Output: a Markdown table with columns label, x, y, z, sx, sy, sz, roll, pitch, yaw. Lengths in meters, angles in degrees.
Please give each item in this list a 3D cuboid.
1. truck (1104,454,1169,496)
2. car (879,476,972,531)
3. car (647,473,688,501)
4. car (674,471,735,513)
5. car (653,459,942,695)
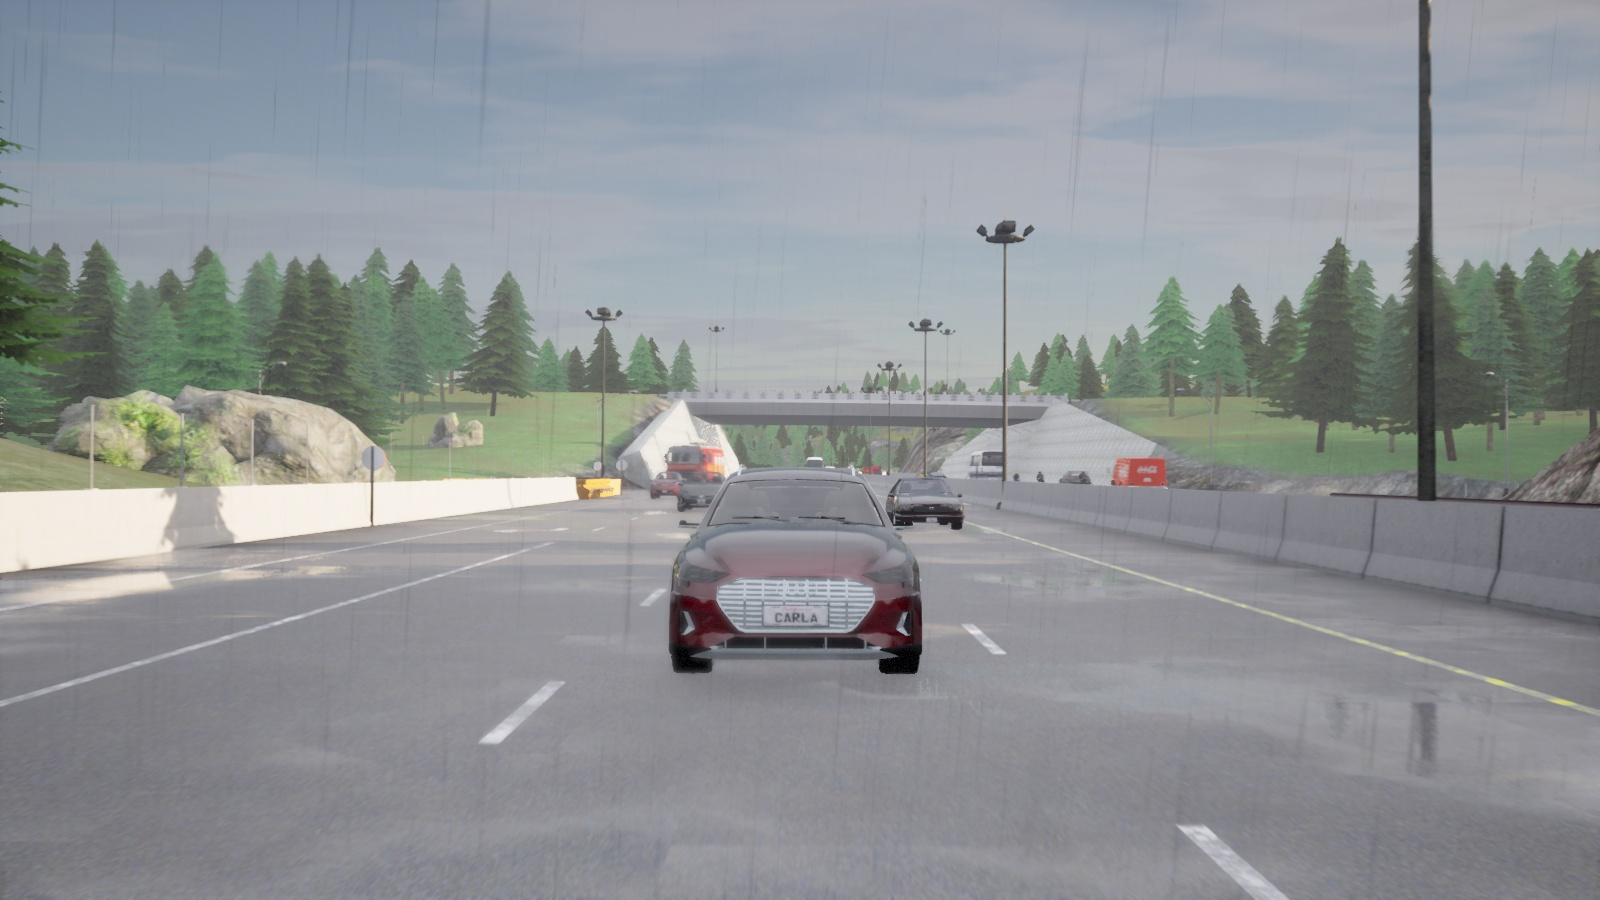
| label | x | y | z | sx | sy | sz | roll | pitch | yaw |
| --- | --- | --- | --- | --- | --- | --- | --- | --- | --- |
| truck | 20.808 | 1.549 | 77.884 | 2.627 | 2.467 | 5.204 | 0 | -1 | 0 |
| car | 3.415 | 1.436 | 35.093 | 2.033 | 1.411 | 5.357 | 0 | -1 | 0 |
| car | -7.165 | 1.999 | 68.193 | 1.845 | 1.501 | 3.633 | 0 | -1 | 0 |
| car | -3.617 | 1.583 | 48.249 | 2.007 | 1.525 | 4.514 | 0 | -1 | 0 |
| car | -0.028 | 0.934 | 11.286 | 2.033 | 1.649 | 4.856 | 0 | -1 | 0 |
